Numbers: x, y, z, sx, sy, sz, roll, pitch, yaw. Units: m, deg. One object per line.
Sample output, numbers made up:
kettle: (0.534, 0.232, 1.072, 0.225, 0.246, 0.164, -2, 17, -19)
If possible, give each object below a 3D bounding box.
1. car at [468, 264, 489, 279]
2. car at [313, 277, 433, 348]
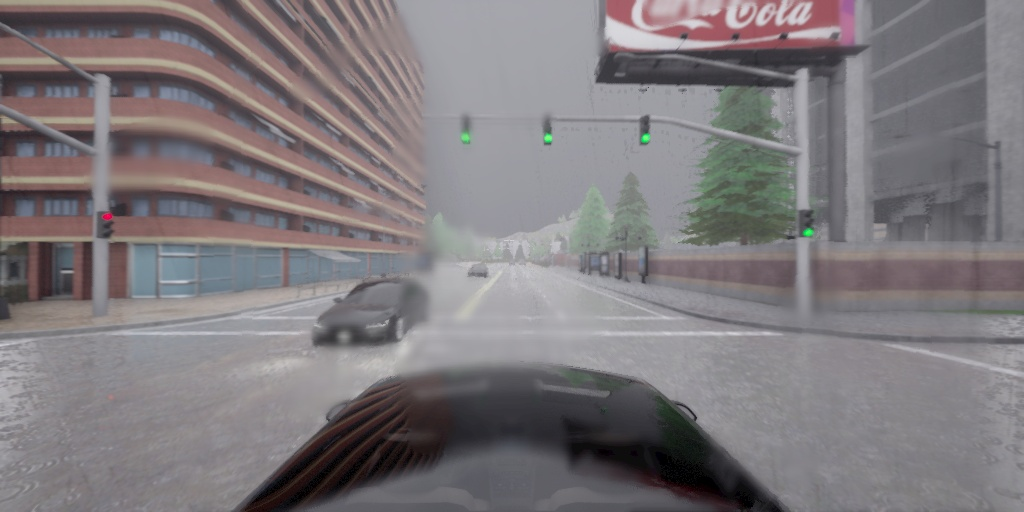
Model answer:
car: (-3.496, 1.617, 38.226, 1.882, 1.535, 5.008, 0, 1, 0)
car: (-3.499, 1.399, 9.902, 1.837, 1.490, 4.892, 0, 1, 0)
